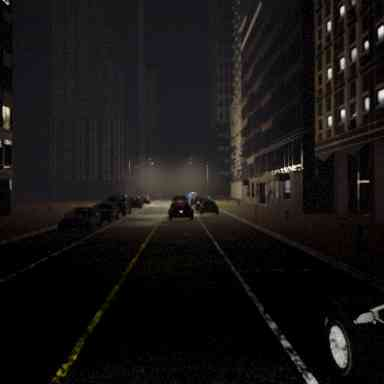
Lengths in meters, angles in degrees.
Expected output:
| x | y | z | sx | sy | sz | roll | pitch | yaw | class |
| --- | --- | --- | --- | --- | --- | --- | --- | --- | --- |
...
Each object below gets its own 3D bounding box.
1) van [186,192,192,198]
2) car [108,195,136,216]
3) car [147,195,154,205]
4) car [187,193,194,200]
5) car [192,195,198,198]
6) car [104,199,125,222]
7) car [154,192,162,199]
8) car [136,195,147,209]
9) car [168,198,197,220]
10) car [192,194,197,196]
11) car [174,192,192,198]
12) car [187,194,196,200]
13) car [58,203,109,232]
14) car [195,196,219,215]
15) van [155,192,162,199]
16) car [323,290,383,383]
| x | y | z | sx | sy | sz | roll | pitch | yaw | class |
| --- | --- | --- | --- | --- | --- | --- | --- | --- | --- |
| -0.801 | 0.820 | 91.125 | 1.690 | 1.788 | 3.998 | 0 | 0 | -2 | van |
| -6.841 | 1.213 | 30.845 | 2.192 | 1.841 | 5.009 | 0 | 0 | -2 | car |
| -7.726 | 1.213 | 53.573 | 1.967 | 1.590 | 4.097 | 0 | 0 | -2 | car |
| -0.395 | 1.077 | 80.674 | 1.752 | 1.417 | 4.829 | 0 | 0 | -2 | car |
| 1.312 | 1.379 | 36.844 | 1.947 | 1.339 | 4.313 | 0 | 0 | -2 | car |
| -6.620 | 1.471 | 25.165 | 1.887 | 1.381 | 4.507 | 0 | 0 | -2 | car |
| -8.970 | 1.117 | 85.500 | 1.887 | 1.381 | 4.507 | 0 | 0 | -2 | car |
| -7.284 | 1.278 | 42.210 | 1.967 | 1.590 | 4.097 | 0 | 0 | -2 | car |
| -0.904 | 1.444 | 27.025 | 1.994 | 1.385 | 4.181 | 0 | 0 | -3 | car |
| 0.869 | 1.333 | 48.205 | 1.802 | 1.307 | 4.206 | 0 | 0 | -2 | car |
| -1.431 | 1.163 | 40.327 | 2.097 | 1.767 | 4.553 | 0 | 0 | -2 | car |
| -0.182 | 1.170 | 75.196 | 1.802 | 1.307 | 4.206 | 0 | 0 | -2 | car |
| -6.399 | 1.535 | 19.485 | 1.802 | 1.307 | 4.206 | 0 | 0 | -2 | car |
| 1.526 | 1.367 | 31.332 | 1.752 | 1.417 | 4.829 | 0 | 0 | -2 | car |
| -9.176 | 0.876 | 90.807 | 1.690 | 1.788 | 3.998 | 0 | 0 | -2 | van |
| 2.639 | 1.521 | 2.758 | 2.008 | 1.369 | 4.403 | 0 | 0 | -2 | car |
